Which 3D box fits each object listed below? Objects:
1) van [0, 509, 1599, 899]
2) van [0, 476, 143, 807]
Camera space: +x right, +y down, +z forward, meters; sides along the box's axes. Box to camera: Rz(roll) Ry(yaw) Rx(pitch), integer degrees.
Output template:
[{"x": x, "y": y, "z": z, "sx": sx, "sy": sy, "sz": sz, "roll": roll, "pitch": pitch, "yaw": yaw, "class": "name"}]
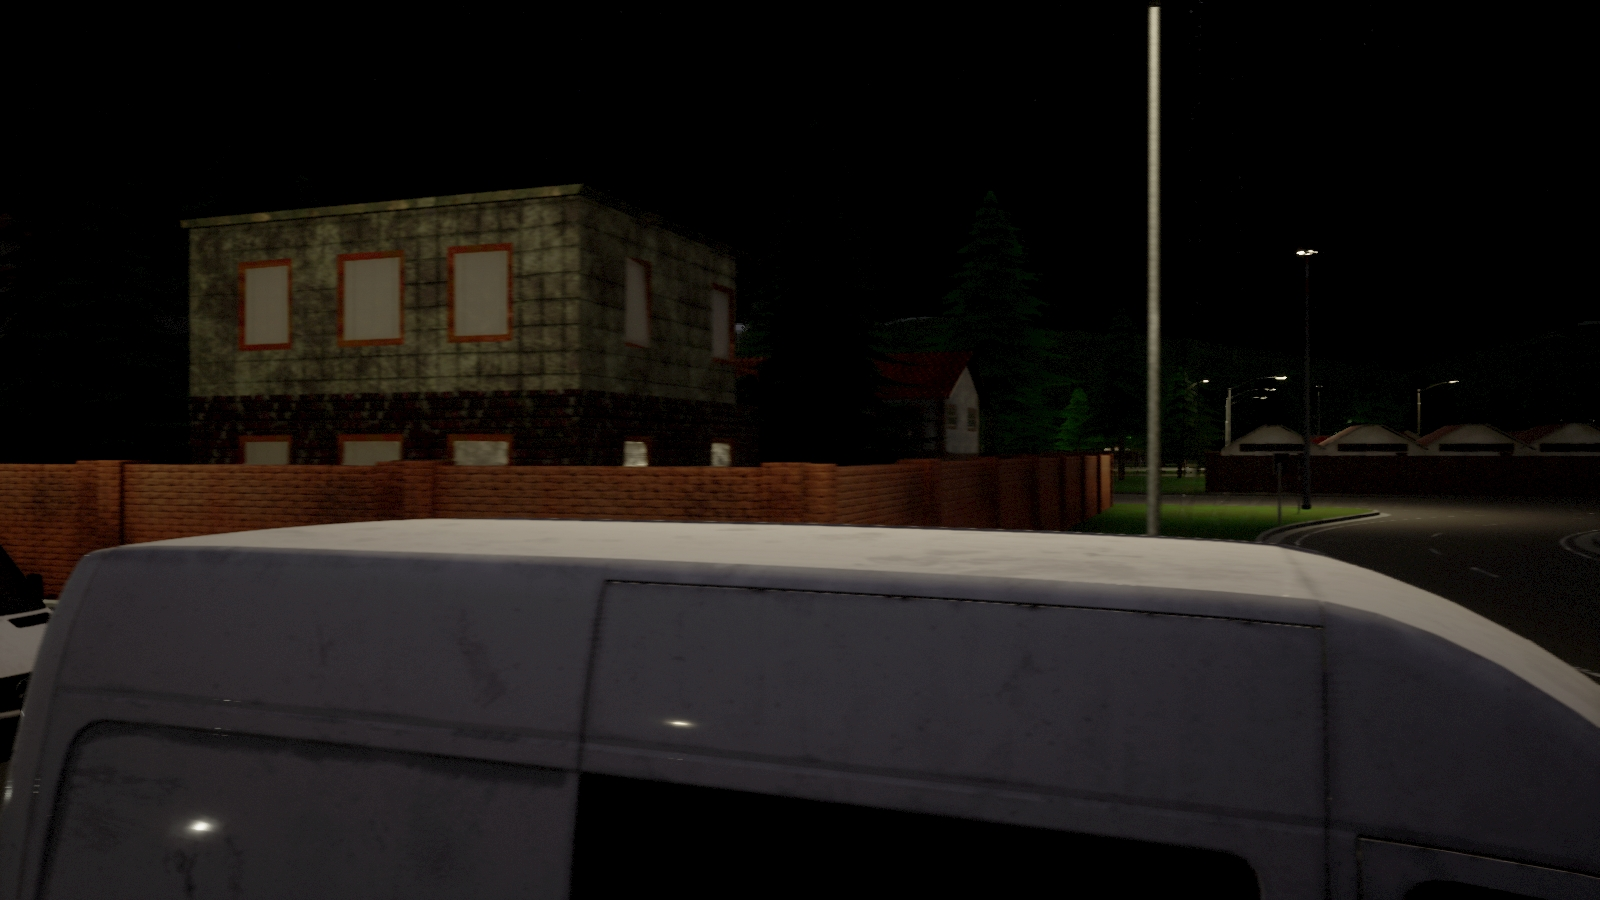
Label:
[{"x": 0.740, "y": 1.535, "z": 3.027, "sx": 5.915, "sy": 2.561, "sz": 1.988, "roll": 0, "pitch": 0, "yaw": 20, "class": "van"}, {"x": -8.990, "y": 1.531, "z": 10.278, "sx": 5.915, "sy": 2.561, "sz": 1.988, "roll": 0, "pitch": 0, "yaw": 20, "class": "van"}]
